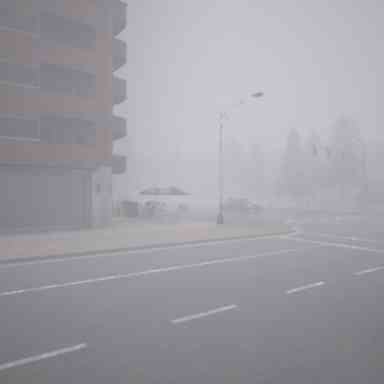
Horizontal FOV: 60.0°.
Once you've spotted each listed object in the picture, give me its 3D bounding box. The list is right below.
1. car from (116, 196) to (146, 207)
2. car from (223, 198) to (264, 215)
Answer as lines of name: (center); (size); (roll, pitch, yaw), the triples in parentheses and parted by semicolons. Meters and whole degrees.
car: (-9.332, 1.406, 50.995); (4.553, 1.767, 2.097); (0, 0, 28)
car: (5.404, 1.413, 35.112); (2.097, 1.767, 4.553); (0, 0, -36)
